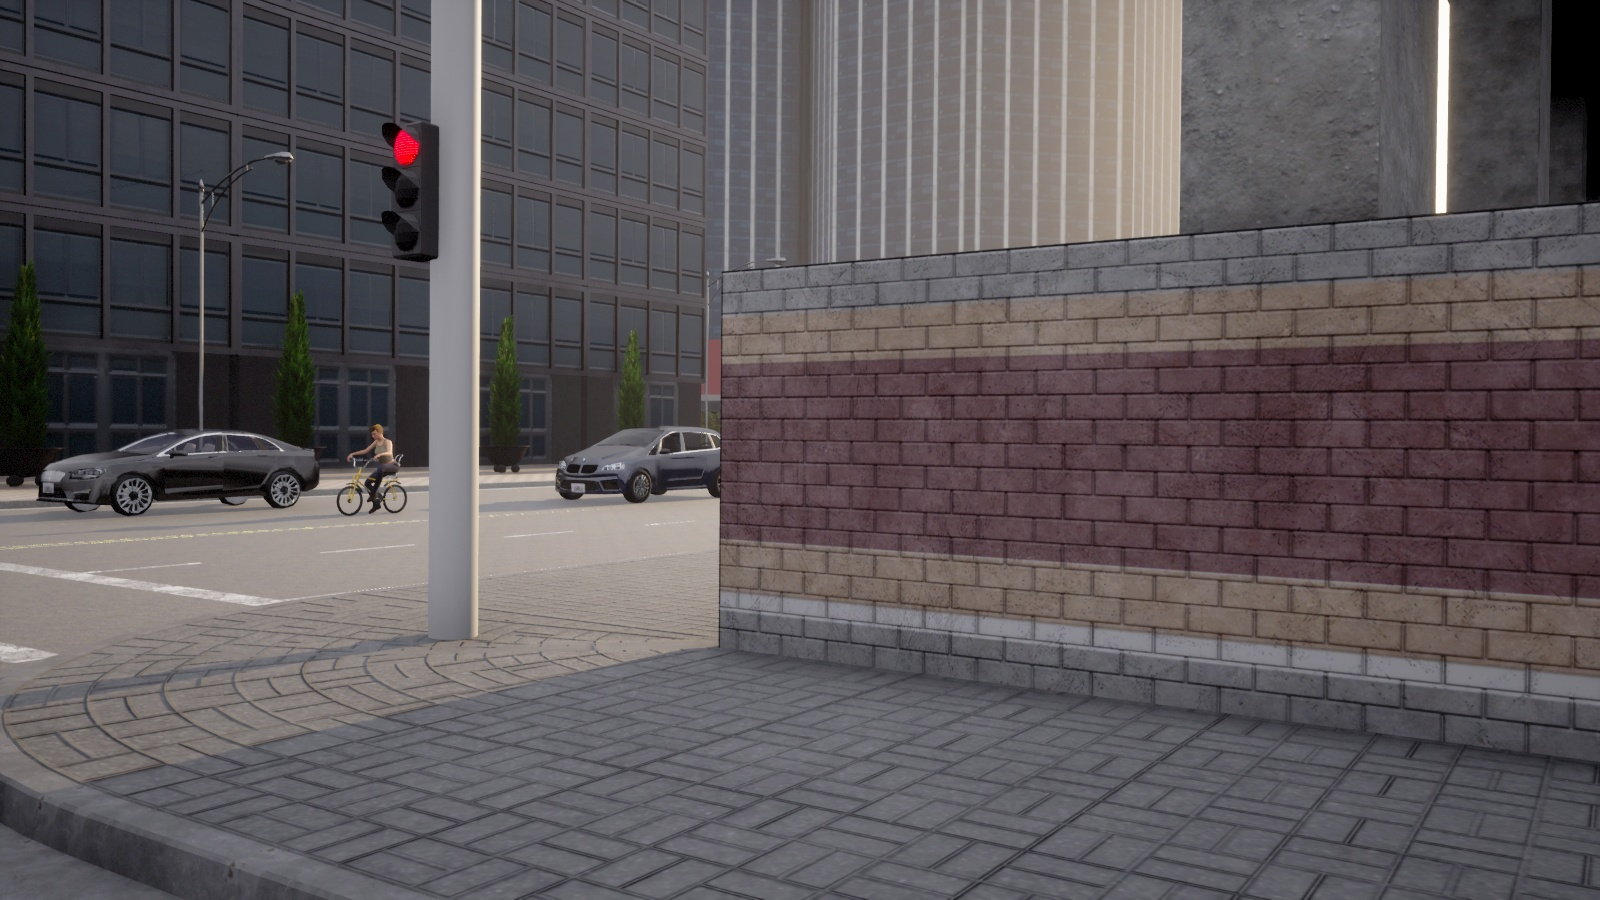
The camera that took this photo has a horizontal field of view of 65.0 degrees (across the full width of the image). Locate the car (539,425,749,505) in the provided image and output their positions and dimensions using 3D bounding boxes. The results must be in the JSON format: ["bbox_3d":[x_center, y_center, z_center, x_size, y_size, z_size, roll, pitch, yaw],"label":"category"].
[{"bbox_3d":[-3.441,0.272,28.584,2.242,1.667,4.611,0,1,34],"label":"car"}]

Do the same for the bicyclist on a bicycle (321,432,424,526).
[{"bbox_3d":[-7.597,0.487,22.361,0.866,1.612,1.509,0,1,34],"label":"bicyclist on a bicycle"}]

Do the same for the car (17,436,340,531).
[{"bbox_3d":[-11.276,0.529,23.165,2.128,1.511,4.902,0,1,34],"label":"car"}]
